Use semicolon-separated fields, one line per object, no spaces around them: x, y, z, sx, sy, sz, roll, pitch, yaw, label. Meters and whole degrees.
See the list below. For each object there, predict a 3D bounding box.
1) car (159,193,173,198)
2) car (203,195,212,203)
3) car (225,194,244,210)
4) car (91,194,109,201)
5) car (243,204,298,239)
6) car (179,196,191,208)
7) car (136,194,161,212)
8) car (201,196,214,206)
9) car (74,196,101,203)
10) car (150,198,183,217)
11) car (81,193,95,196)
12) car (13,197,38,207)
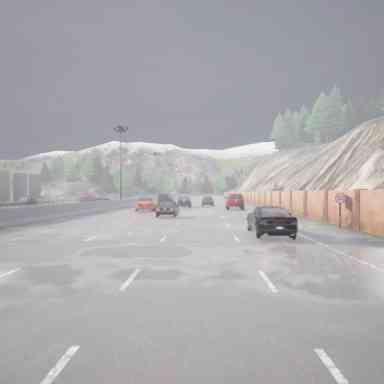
-4.398;1.221;54.537;2.150;2.045;5.566;0;0;3;car
3.200;1.478;69.624;1.882;1.535;5.008;0;0;2;car
5.489;1.221;42.908;2.150;2.045;5.566;0;0;3;car
-18.047;1.592;66.160;1.895;1.301;4.718;0;0;2;car
4.062;1.477;17.436;1.882;1.535;5.008;0;0;2;car
-1.154;1.352;48.210;2.097;1.767;4.553;0;0;-1;car
-5.219;1.354;38.801;2.097;1.767;4.553;0;0;0;car
2.540;1.491;53.255;2.128;1.511;4.902;0;0;3;car
-15.426;1.601;48.489;1.895;1.301;4.718;0;0;3;car
-2.247;1.546;30.902;2.033;1.411;5.357;0;0;1;car
-21.457;1.206;68.597;2.150;2.045;5.566;0;0;2;car
-25.753;1.526;51.705;1.812;1.442;4.674;0;0;3;car
